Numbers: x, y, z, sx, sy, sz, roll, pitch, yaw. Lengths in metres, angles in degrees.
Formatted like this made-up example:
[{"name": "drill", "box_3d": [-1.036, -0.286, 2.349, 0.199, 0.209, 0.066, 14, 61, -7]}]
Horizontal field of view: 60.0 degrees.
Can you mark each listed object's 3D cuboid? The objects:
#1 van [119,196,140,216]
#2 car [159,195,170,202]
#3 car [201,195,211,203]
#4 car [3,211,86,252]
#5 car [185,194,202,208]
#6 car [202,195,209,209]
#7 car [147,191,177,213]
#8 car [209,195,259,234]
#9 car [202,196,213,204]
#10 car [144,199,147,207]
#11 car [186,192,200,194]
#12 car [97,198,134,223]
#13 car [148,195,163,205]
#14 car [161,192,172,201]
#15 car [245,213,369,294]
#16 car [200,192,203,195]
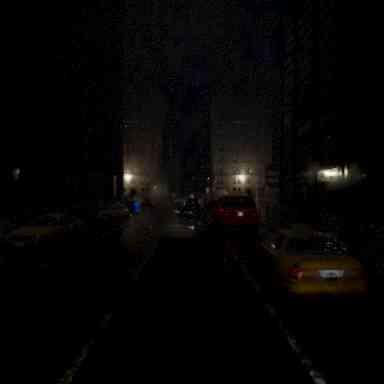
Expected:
[{"name": "van", "box_3d": [-5.862, 1.254, 30.928, 1.690, 1.788, 3.998, 0, 0, 0]}, {"name": "car", "box_3d": [-5.864, 1.304, 70.408, 1.947, 1.339, 4.313, 0, 0, 0]}, {"name": "car", "box_3d": [2.662, 1.309, 64.743, 1.887, 1.381, 4.507, 0, 0, 0]}, {"name": "car", "box_3d": [-5.867, 1.487, 13.804, 1.752, 1.417, 4.829, 0, 0, 1]}, {"name": "car", "box_3d": [0.044, 1.408, 44.256, 2.033, 1.411, 5.357, 0, 0, 0]}, {"name": "car", "box_3d": [2.664, 1.420, 42.186, 2.008, 1.369, 4.403, 0, 0, 0]}, {"name": "car", "box_3d": [-3.100, 1.116, 35.701, 2.150, 2.045, 5.566, 0, 0, 0]}, {"name": "car", "box_3d": [2.392, 1.178, 19.122, 2.150, 2.045, 5.566, 0, 0, 0]}, {"name": "car", "box_3d": [2.663, 1.373, 59.104, 1.802, 1.307, 4.206, 0, 0, 0]}, {"name": "car", "box_3d": [-5.862, 1.426, 47.848, 1.802, 1.307, 4.206, 0, 0, 0]}, {"name": "car", "box_3d": [-0.005, 1.290, 57.636, 2.128, 1.511, 4.902, 0, 0, 0]}, {"name": "car", "box_3d": [-5.862, 1.456, 25.117, 1.752, 1.417, 4.829, 0, 0, 0]}, {"name": "car", "box_3d": [-5.863, 1.258, 53.488, 1.967, 1.590, 4.097, 0, 0, 0]}, {"name": "car", "box_3d": [-5.864, 1.026, 76.047, 2.192, 1.841, 5.009, 0, 0, 0]}, {"name": "car", "box_3d": [2.666, 1.502, 8.559, 1.752, 1.417, 4.829, 0, 0, 1]}, {"name": "car", "box_3d": [2.663, 1.258, 53.464, 1.967, 1.590, 4.097, 0, 0, 0]}]
